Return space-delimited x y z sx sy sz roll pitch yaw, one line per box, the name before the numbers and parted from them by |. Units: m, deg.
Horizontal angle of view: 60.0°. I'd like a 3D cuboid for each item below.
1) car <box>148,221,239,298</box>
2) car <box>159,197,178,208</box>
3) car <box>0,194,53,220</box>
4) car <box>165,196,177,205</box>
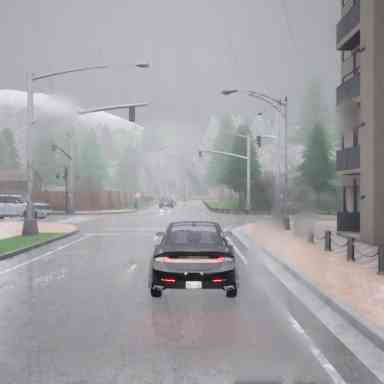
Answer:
car | 0.052 1.492 8.534 2.128 1.511 4.902 0 0 0
car | -3.609 1.491 47.846 2.128 1.511 4.902 0 0 0
car | -13.950 1.208 26.052 5.566 2.045 2.150 0 0 -2
car | -3.601 1.526 57.948 1.812 1.442 4.674 0 0 0
